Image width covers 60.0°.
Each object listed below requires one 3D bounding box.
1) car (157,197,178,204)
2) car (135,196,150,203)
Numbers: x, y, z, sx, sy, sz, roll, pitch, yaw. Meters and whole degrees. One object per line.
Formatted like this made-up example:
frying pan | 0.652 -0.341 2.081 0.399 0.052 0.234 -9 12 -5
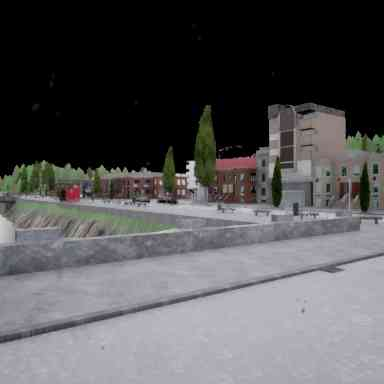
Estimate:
car | -4.574 1.601 60.735 1.895 1.301 4.718 0 0 -35
car | -10.377 1.561 68.869 1.994 1.385 4.181 0 0 -35
